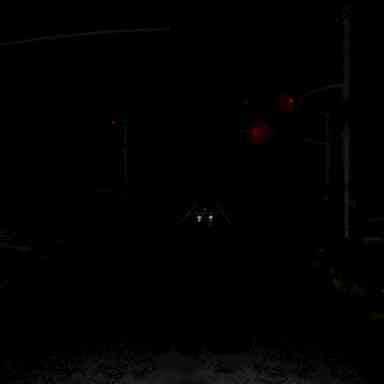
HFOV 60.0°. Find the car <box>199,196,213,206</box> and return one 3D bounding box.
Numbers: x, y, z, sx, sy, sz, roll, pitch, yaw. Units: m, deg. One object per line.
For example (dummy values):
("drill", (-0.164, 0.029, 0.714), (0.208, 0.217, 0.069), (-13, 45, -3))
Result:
("car", (2.244, 1.428, 52.680), (1.994, 1.385, 4.181), (0, 0, 3))

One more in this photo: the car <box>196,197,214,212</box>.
("car", (1.455, 1.441, 36.887), (2.033, 1.411, 5.357), (0, 0, 3))
